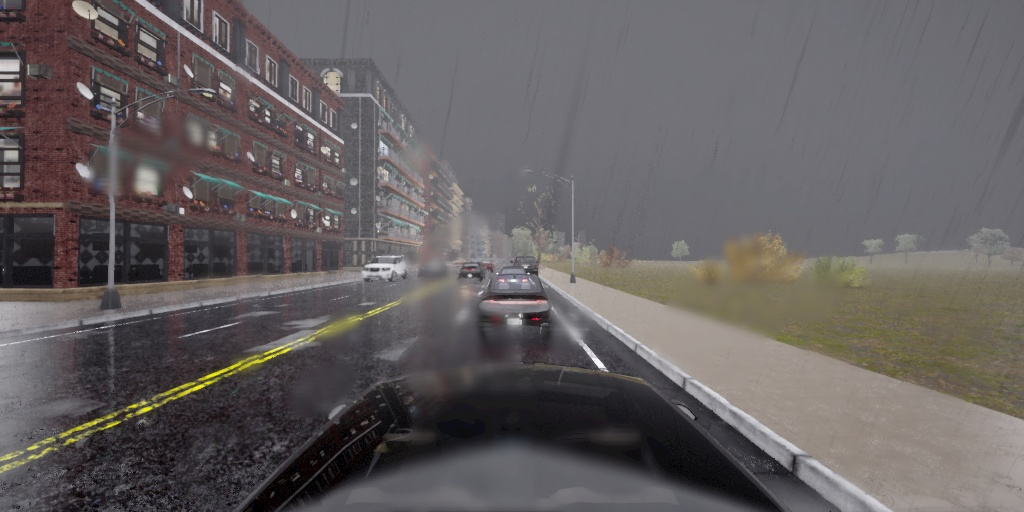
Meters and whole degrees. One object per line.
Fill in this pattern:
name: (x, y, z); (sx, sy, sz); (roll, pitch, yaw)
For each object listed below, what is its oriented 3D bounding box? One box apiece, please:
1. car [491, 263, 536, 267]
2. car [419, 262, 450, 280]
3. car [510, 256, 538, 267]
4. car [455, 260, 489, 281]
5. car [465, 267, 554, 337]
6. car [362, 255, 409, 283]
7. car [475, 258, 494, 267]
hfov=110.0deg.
car: (0.060, 1.301, 20.712); (2.033, 1.411, 5.357); (0, 0, 0)
car: (-6.669, 1.231, 31.120); (1.882, 1.535, 5.008); (0, 0, 0)
car: (1.069, 0.979, 30.924); (2.150, 2.045, 5.566); (0, 0, 0)
car: (-3.215, 1.256, 29.733); (1.837, 1.490, 4.892); (0, -1, 0)
car: (0.081, 1.243, 10.272); (2.128, 1.511, 4.902); (0, 0, 0)
car: (-9.913, 0.975, 28.540); (2.150, 2.045, 5.566); (0, 0, 0)
car: (-3.251, 1.231, 44.874); (1.882, 1.535, 5.008); (0, 0, 0)
